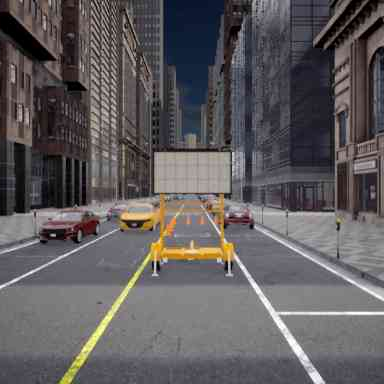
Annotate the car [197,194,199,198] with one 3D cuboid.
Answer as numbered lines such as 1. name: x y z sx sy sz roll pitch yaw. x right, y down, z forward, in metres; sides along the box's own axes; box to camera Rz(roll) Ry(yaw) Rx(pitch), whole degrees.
1. car: 2.838 1.563 83.244 1.887 1.381 4.507 0 0 0

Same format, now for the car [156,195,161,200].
1. car: -5.717 1.554 49.630 1.887 1.381 4.507 0 0 0

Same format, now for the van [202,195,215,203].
1. van: 2.809 1.350 49.631 1.690 1.788 3.998 0 0 0

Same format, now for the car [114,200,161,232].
1. car: -3.083 1.480 20.306 1.882 1.535 5.008 0 0 0

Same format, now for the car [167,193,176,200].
1. car: -5.677 1.337 94.443 2.192 1.841 5.009 0 0 0

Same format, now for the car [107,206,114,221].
1. car: -5.736 1.586 27.222 1.802 1.307 4.206 0 0 0

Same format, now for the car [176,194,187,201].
1. car: -2.927 1.511 85.037 2.128 1.511 4.902 0 0 0

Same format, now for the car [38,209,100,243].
1. car: -5.746 1.547 16.018 1.887 1.381 4.507 0 0 0

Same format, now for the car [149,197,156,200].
1. car: -5.726 1.447 38.425 1.967 1.590 4.097 0 0 0

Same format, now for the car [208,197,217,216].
1. car: 2.794 1.531 32.994 1.752 1.417 4.829 0 0 0

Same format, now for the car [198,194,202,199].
1. car: 2.823 1.454 66.437 1.967 1.590 4.097 0 0 0

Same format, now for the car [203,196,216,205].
1. car: 2.804 1.553 44.028 1.887 1.381 4.507 0 0 0

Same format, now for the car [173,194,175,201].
1. car: -5.693 1.583 77.638 1.947 1.339 4.313 0 0 0

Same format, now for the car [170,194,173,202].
1. car: -5.697 1.456 72.037 1.967 1.590 4.097 0 0 0

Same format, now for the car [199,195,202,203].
1. car: 2.818 1.557 60.836 1.887 1.381 4.507 0 0 0

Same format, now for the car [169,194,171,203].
1. car: -5.702 1.596 66.434 1.802 1.307 4.206 0 0 0

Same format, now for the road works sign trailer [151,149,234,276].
1. road works sign trailer: 0.009 0.465 10.303 2.380 3.560 2.880 0 0 0

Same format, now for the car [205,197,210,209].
1. car: 2.799 1.551 38.427 1.887 1.381 4.507 0 0 0

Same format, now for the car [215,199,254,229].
1. car: 2.785 1.443 21.620 1.967 1.590 4.097 0 0 0

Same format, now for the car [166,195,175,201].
1. car: -5.683 1.586 88.841 1.947 1.339 4.313 0 0 0

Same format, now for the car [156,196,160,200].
1. car: -5.722 1.553 44.027 1.887 1.381 4.507 0 0 0

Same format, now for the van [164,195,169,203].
1. van: -5.706 1.354 60.833 1.690 1.788 3.998 0 0 0

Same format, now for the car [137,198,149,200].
1. car: -5.731 1.531 32.654 1.752 1.417 4.829 0 0 0
